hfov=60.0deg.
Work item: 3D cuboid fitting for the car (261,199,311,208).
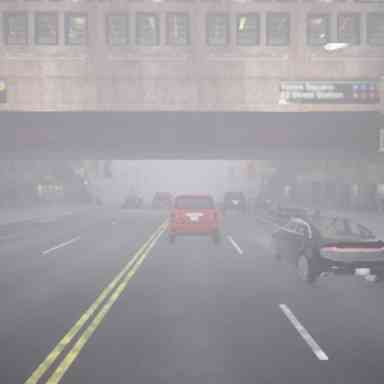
[{"bbox_3d":[6.724,1.412,24.359,1.895,1.301,4.718,0,0,0],"label":"car"}]

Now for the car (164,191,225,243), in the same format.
[{"bbox_3d":[0.103,1.104,15.602,2.150,2.045,5.566,0,0,0],"label":"car"}]

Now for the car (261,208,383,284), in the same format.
[{"bbox_3d":[3.573,1.421,9.356,2.128,1.511,4.902,0,1,0],"label":"car"}]

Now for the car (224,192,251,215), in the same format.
[{"bbox_3d":[3.710,0.991,30.785,2.150,2.045,5.566,0,0,0],"label":"car"}]

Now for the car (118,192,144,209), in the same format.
[{"bbox_3d":[-6.969,1.057,39.508,2.097,1.767,4.553,0,0,0],"label":"car"}]

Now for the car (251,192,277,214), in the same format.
[{"bbox_3d":[6.678,0.991,31.752,2.435,2.045,5.566,0,0,0],"label":"car"}]

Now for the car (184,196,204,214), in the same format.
[{"bbox_3d":[0.213,1.228,33.318,1.882,1.535,5.008,0,0,0],"label":"car"}]

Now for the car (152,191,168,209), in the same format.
[{"bbox_3d":[-3.470,0.923,39.801,2.150,2.045,5.566,0,1,0],"label":"car"}]
